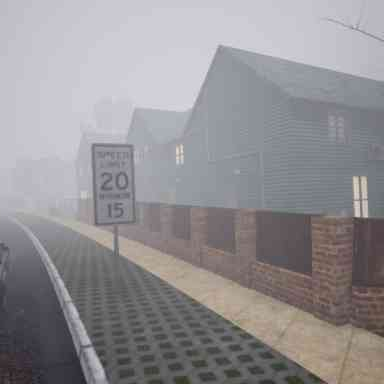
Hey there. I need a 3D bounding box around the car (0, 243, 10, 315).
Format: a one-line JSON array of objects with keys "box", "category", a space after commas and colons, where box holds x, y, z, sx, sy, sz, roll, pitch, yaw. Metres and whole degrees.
[{"box": [-4.890, 1.630, 6.957, 1.895, 1.301, 4.718, -2, 1, -28], "category": "car"}]
